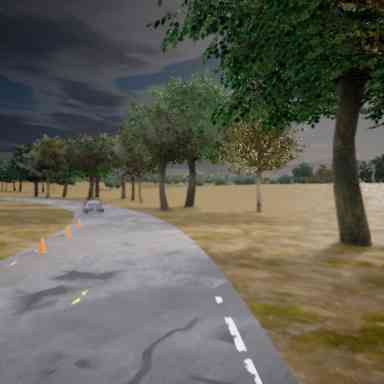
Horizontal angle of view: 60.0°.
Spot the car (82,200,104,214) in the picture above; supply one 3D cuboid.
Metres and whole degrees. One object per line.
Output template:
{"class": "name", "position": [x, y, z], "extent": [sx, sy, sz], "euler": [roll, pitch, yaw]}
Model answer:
{"class": "car", "position": [-10.954, 1.601, 36.701], "extent": [1.812, 1.442, 4.674], "euler": [0, 0, -22]}

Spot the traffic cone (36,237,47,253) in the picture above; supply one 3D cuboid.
{"class": "traffic cone", "position": [-5.767, 2.019, 12.809], "extent": [0.340, 0.580, 0.340], "euler": [0, 0, -8]}

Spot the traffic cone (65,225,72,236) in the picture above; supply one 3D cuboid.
{"class": "traffic cone", "position": [-6.561, 2.028, 17.612], "extent": [0.340, 0.580, 0.340], "euler": [0, 0, -11]}
